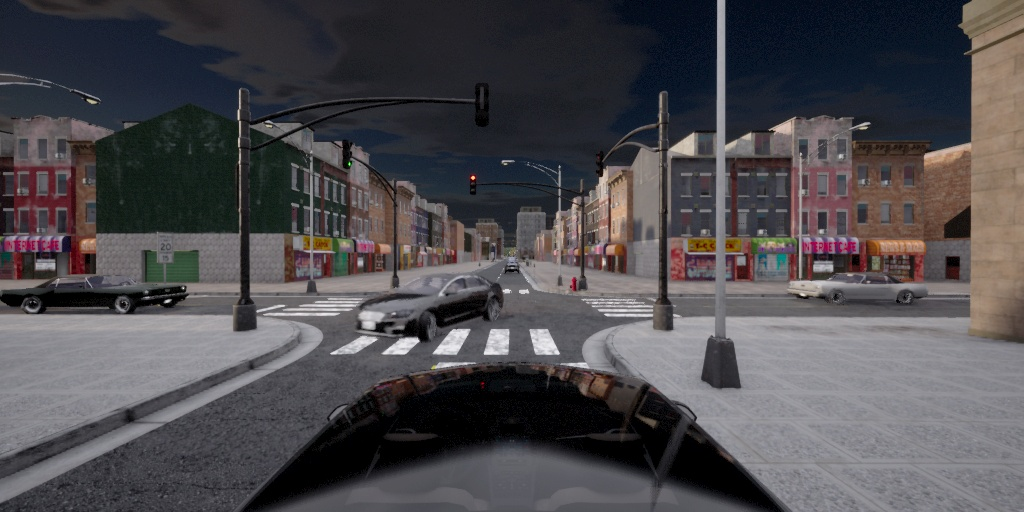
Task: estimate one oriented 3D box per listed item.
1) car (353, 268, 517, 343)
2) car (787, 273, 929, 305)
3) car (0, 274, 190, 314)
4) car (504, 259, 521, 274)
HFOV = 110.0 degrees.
[{"bbox_3d":[-1.998,1.240,9.964,2.128,1.511,4.902,-1,0,27],"label":"car"},{"bbox_3d":[15.034,1.396,15.818,4.718,1.301,1.895,0,0,0],"label":"car"},{"bbox_3d":[-14.635,1.312,12.851,4.718,1.301,1.895,0,0,-3],"label":"car"},{"bbox_3d":[0.022,1.313,40.639,1.948,1.339,4.313,0,0,0],"label":"car"}]
